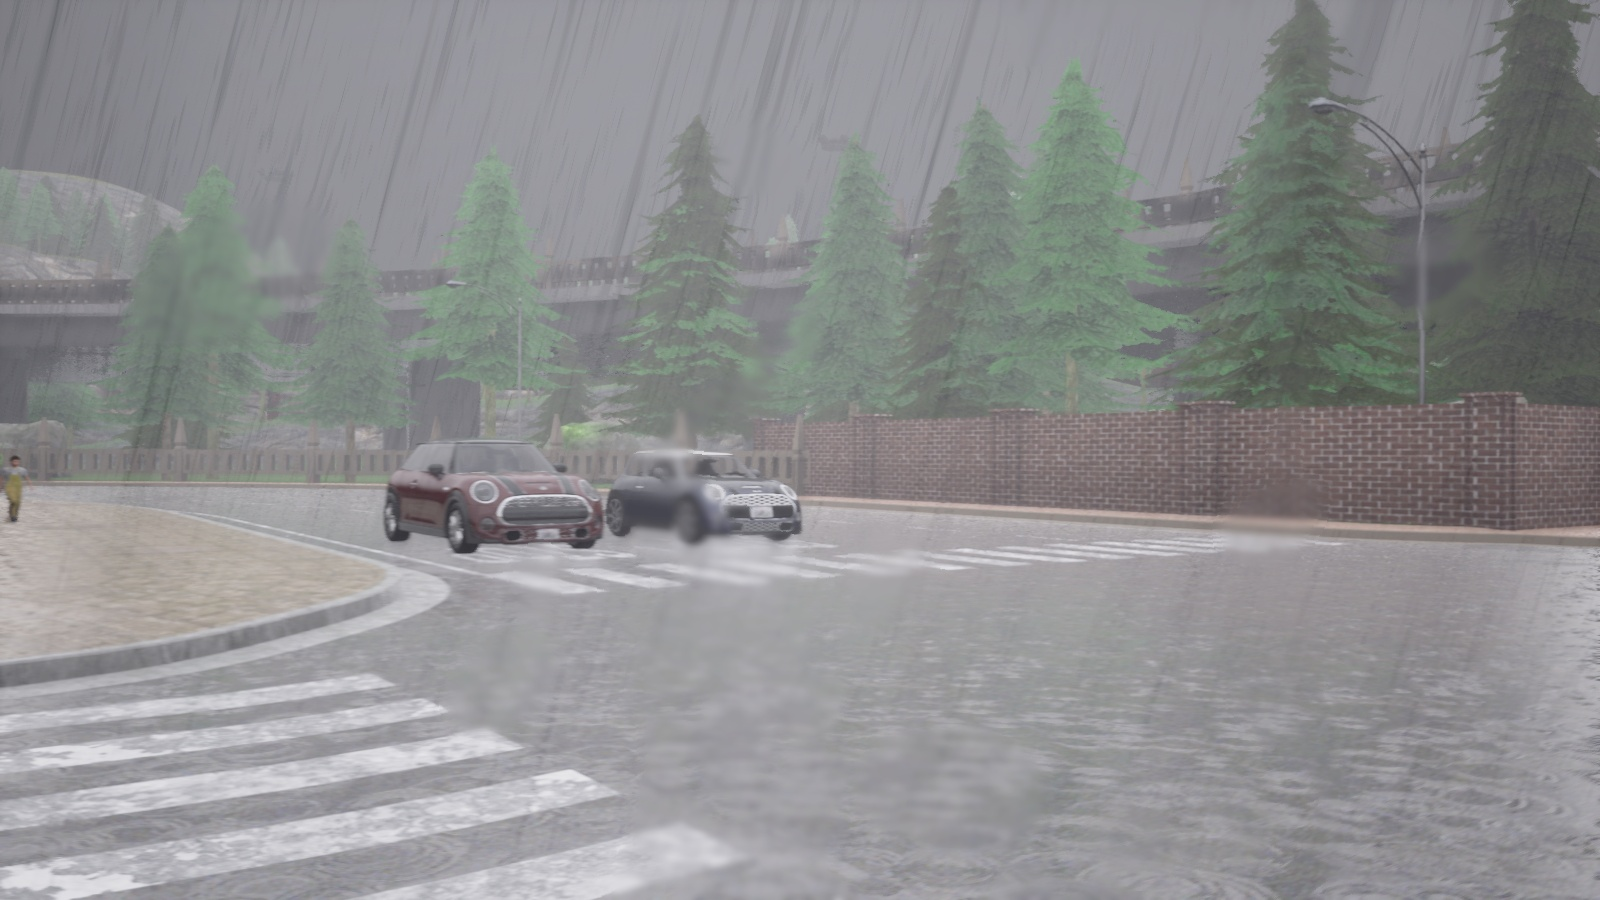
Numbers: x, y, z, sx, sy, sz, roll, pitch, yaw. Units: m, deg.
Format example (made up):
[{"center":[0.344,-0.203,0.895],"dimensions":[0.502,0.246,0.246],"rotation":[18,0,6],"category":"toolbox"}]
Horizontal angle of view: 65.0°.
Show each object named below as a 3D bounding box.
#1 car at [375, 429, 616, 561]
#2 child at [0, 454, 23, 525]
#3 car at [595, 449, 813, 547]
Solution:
[{"center":[-4.815,0.616,19.349],"dimensions":[2.097,1.767,4.553],"rotation":[0,0,-35],"category":"car"},{"center":[-14.249,0.709,22.650],"dimensions":[0.437,1.263,0.270],"rotation":[0,0,41],"category":"child"},{"center":[-1.691,0.727,20.986],"dimensions":[1.970,1.475,3.806],"rotation":[0,0,-35],"category":"car"}]
